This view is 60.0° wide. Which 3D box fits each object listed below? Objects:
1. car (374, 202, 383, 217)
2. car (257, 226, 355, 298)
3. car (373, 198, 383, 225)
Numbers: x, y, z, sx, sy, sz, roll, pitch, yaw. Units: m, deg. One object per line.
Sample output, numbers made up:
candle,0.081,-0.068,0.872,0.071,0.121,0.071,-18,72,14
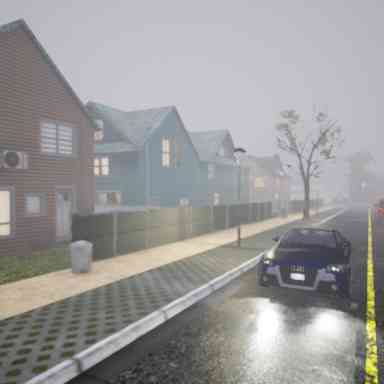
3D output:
car,21.941,1.963,38.016,2.033,1.411,5.357,0,-1,28
car,3.190,1.637,8.833,1.994,1.385,4.181,0,0,28
car,15.527,1.494,25.914,2.150,2.045,5.566,0,0,29
